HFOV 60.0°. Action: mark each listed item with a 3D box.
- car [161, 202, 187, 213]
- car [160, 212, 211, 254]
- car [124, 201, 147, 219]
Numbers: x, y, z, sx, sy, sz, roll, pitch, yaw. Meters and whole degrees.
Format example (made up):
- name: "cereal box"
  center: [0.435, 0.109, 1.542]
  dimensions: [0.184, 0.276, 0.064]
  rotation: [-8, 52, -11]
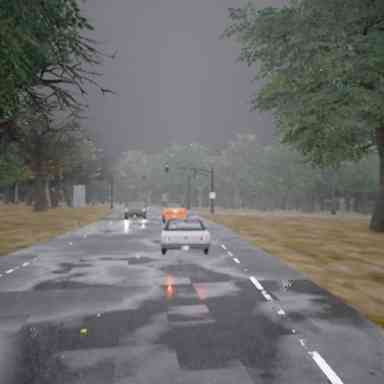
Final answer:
- name: "car"
  center: [-1.580, 1.670, 29.236]
  dimensions: [2.097, 1.767, 4.553]
  rotation: [0, -1, -6]
- name: "car"
  center: [-0.338, 1.749, 14.214]
  dimensions: [1.895, 1.301, 4.718]
  rotation: [0, -1, -3]
- name: "car"
  center: [-5.618, 1.715, 33.392]
  dimensions: [2.097, 1.767, 4.553]
  rotation: [0, 0, -7]
